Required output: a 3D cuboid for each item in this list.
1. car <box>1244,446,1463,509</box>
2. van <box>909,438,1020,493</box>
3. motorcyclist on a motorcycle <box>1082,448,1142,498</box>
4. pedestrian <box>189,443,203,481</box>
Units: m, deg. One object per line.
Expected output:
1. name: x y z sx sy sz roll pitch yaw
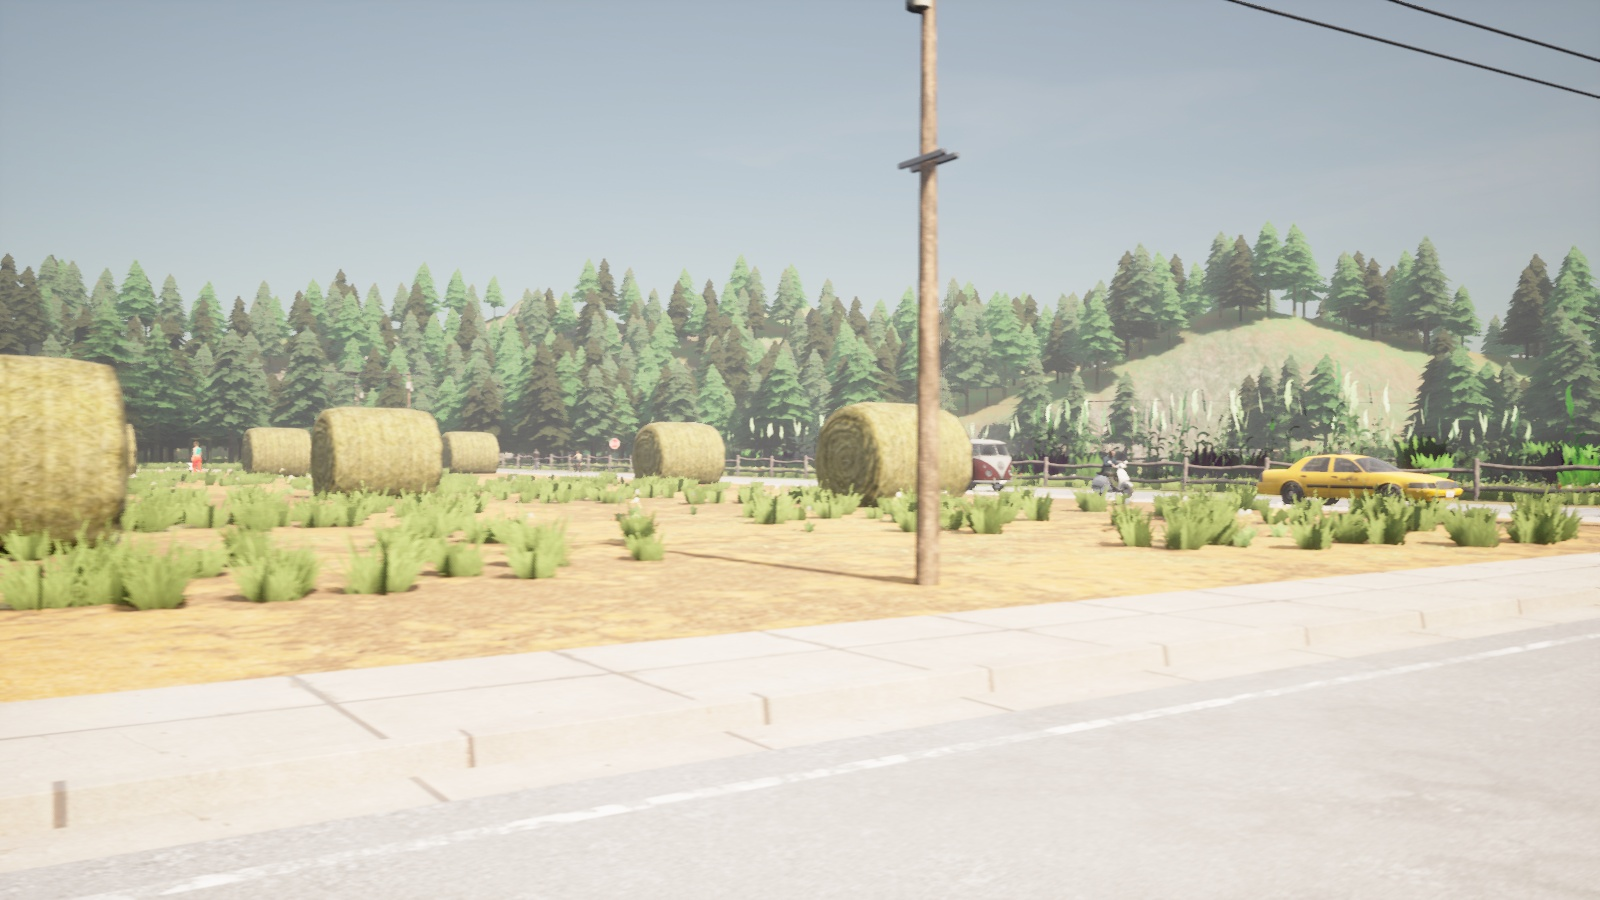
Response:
1. car: 14.879 0.701 34.112 1.801 1.575 5.366 0 0 -32
2. van: 6.225 0.564 48.037 1.775 1.987 4.442 0 0 -32
3. motorcyclist on a motorcycle: 10.299 0.744 41.487 0.866 1.590 1.817 0 0 -32
4. pedestrian: -29.442 0.582 61.212 0.594 1.836 0.345 0 0 28
